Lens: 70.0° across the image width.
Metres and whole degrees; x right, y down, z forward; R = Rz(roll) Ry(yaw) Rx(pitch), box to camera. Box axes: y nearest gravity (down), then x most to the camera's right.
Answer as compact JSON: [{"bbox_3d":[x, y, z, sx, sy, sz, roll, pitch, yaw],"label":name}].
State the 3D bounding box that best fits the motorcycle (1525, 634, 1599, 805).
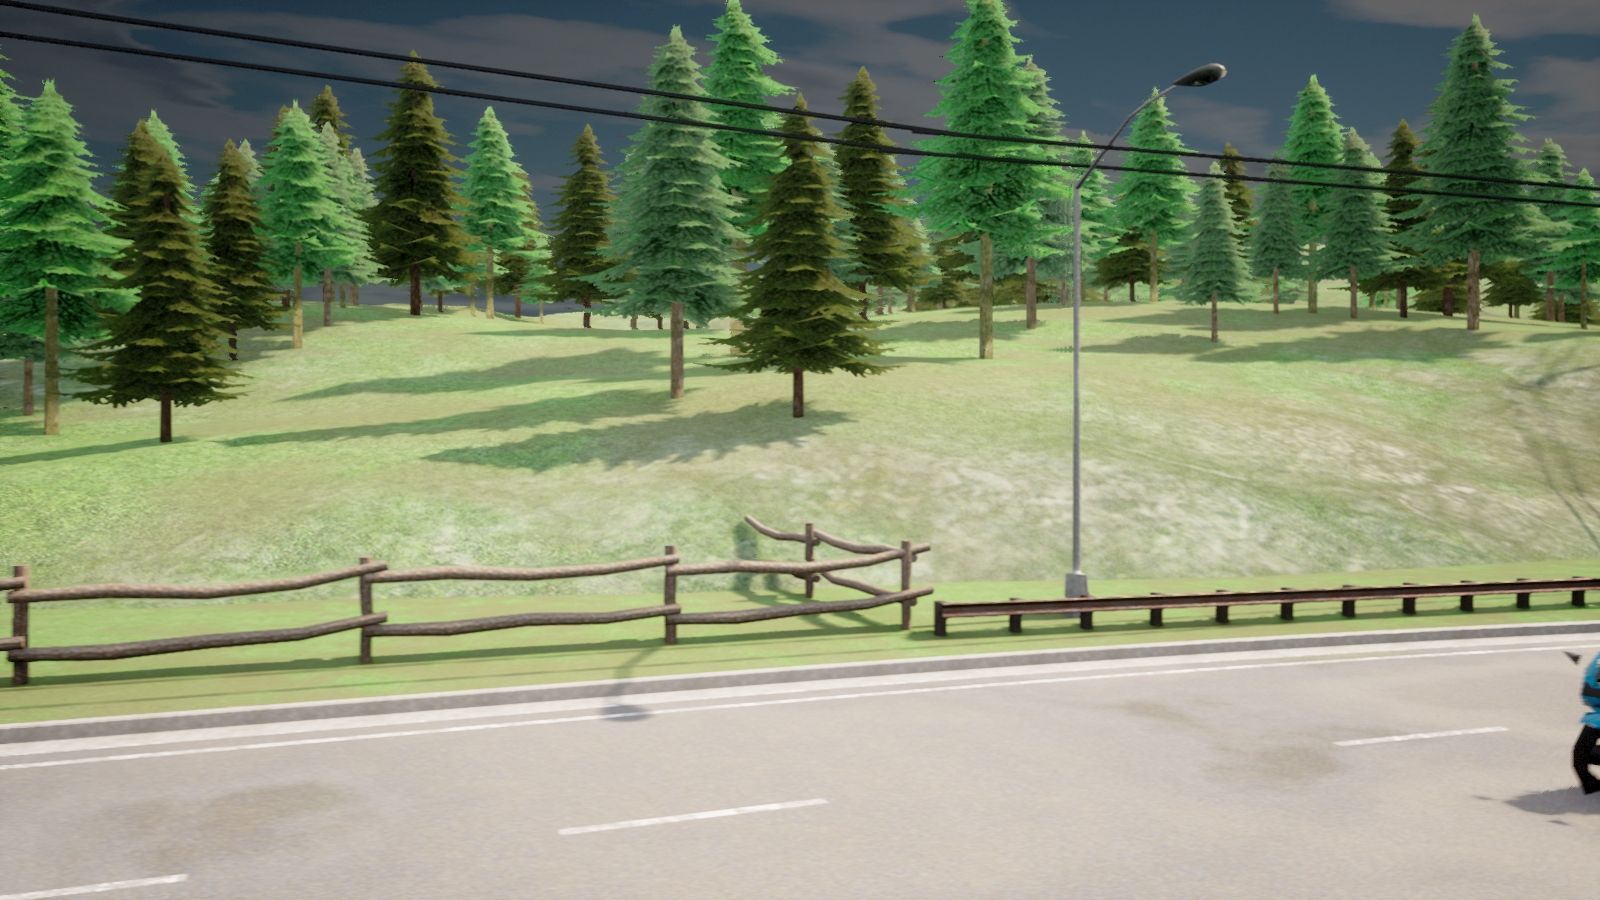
[{"bbox_3d":[7.170,2.183,9.489,2.033,1.199,0.803,0,1,-18],"label":"motorcycle"}]
